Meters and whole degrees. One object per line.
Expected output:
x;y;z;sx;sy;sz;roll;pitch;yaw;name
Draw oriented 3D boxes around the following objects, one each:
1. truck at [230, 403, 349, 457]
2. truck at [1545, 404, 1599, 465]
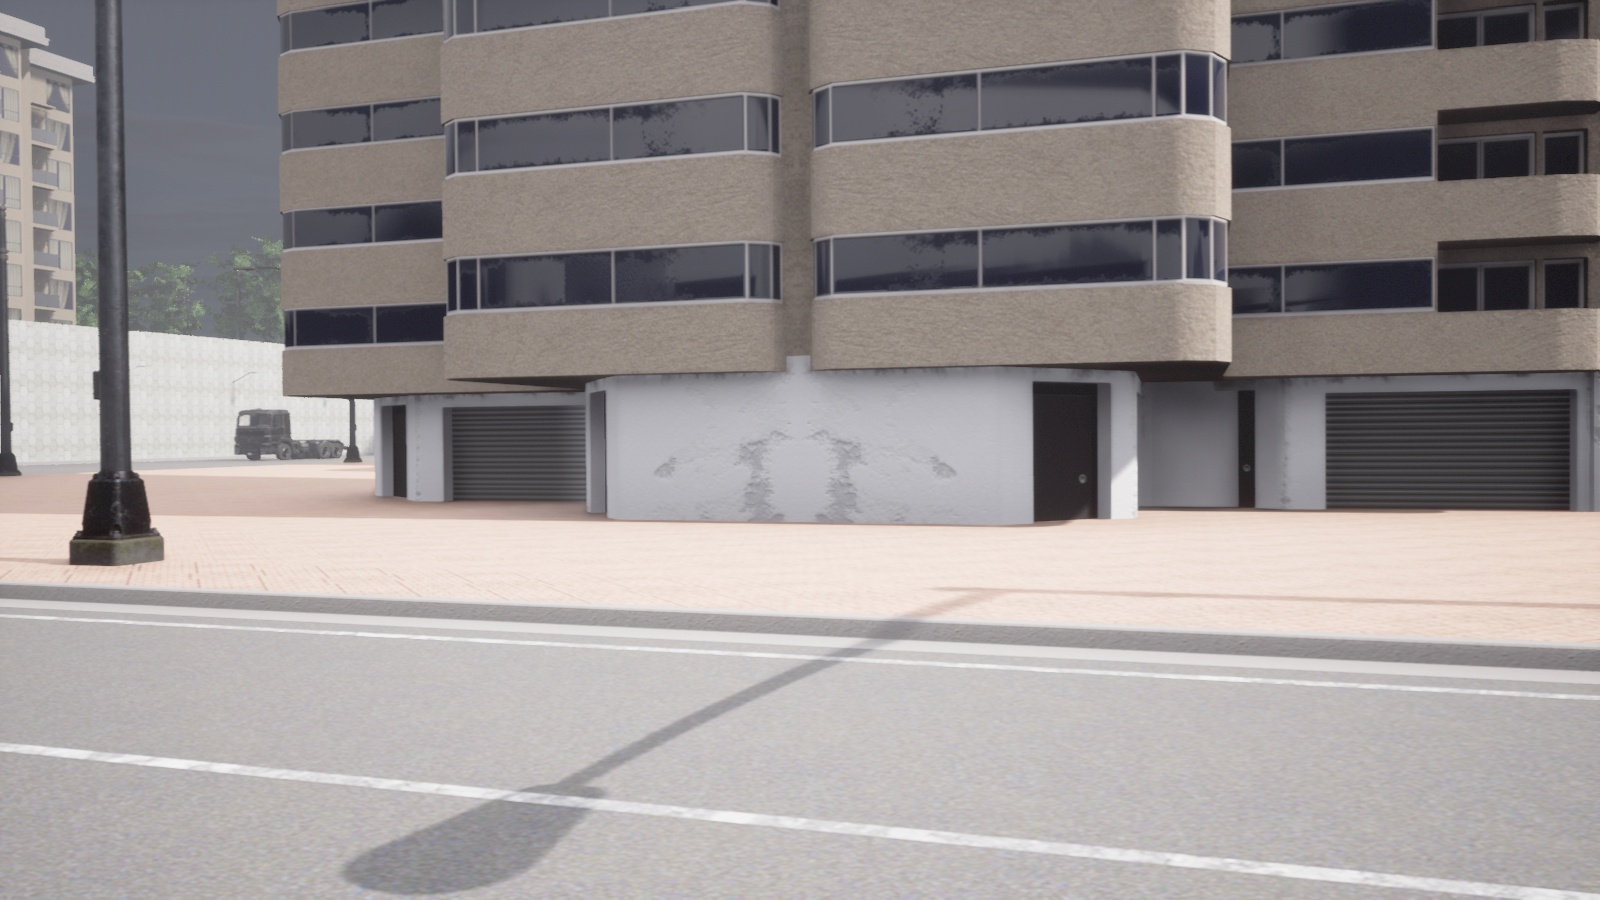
-34.200;-1.325;84.545;2.891;3.462;7.936;0;1;19;truck
51.883;-1.089;82.741;2.891;3.827;8.468;0;2;17;truck
